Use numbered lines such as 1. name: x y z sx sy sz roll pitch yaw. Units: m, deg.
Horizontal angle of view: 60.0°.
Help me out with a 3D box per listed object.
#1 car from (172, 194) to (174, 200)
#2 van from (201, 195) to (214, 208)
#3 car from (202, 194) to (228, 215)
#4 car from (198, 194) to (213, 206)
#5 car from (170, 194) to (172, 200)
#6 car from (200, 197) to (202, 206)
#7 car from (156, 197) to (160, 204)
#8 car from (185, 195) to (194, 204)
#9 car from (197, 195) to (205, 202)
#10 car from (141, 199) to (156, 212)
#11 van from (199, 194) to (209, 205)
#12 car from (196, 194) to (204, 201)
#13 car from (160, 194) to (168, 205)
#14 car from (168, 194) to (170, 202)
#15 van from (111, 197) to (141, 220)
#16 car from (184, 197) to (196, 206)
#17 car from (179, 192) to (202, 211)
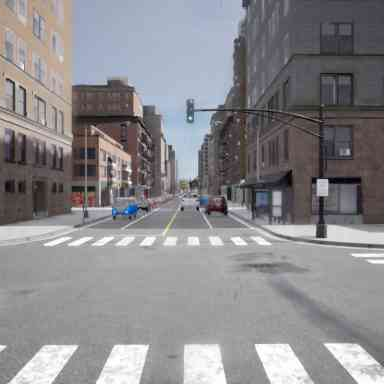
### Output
1. car: -6.053 1.301 76.649 2.192 1.841 5.009 0 0 -1
2. van: 2.274 1.333 49.692 1.690 1.788 3.998 0 0 -1
3. car: 2.434 1.310 33.474 2.192 1.841 5.009 0 0 -1
4. car: 2.220 1.306 55.099 2.192 1.841 5.009 0 0 -1
5. car: -6.006 1.553 71.243 1.947 1.339 4.313 0 0 -1
6. car: 2.380 1.545 38.880 2.008 1.369 4.403 0 0 -1
7. car: -5.771 1.538 44.213 1.887 1.381 4.507 0 0 -1
8. car: -0.481 1.466 66.900 1.882 1.535 5.008 0 0 0
9. car: 2.006 1.511 76.892 1.752 1.417 4.829 0 0 -1
10. car: -5.724 1.560 38.807 1.947 1.339 4.313 0 0 -1
11. van: 2.167 1.331 60.505 1.690 1.788 3.998 0 0 -1
12. car: 1.954 1.425 82.128 1.967 1.590 4.097 0 0 -1
13. car: -5.910 1.515 60.262 1.752 1.417 4.829 0 0 -1
14. car: -5.959 1.539 65.837 2.008 1.369 4.403 0 0 -1
15. van: -5.630 1.337 27.995 1.690 1.788 3.998 0 0 -1
16. car: -0.373 1.538 56.393 2.033 1.411 5.357 0 0 -1
17. car: -0.237 1.206 41.429 2.150 2.045 5.566 0 -1 -1
